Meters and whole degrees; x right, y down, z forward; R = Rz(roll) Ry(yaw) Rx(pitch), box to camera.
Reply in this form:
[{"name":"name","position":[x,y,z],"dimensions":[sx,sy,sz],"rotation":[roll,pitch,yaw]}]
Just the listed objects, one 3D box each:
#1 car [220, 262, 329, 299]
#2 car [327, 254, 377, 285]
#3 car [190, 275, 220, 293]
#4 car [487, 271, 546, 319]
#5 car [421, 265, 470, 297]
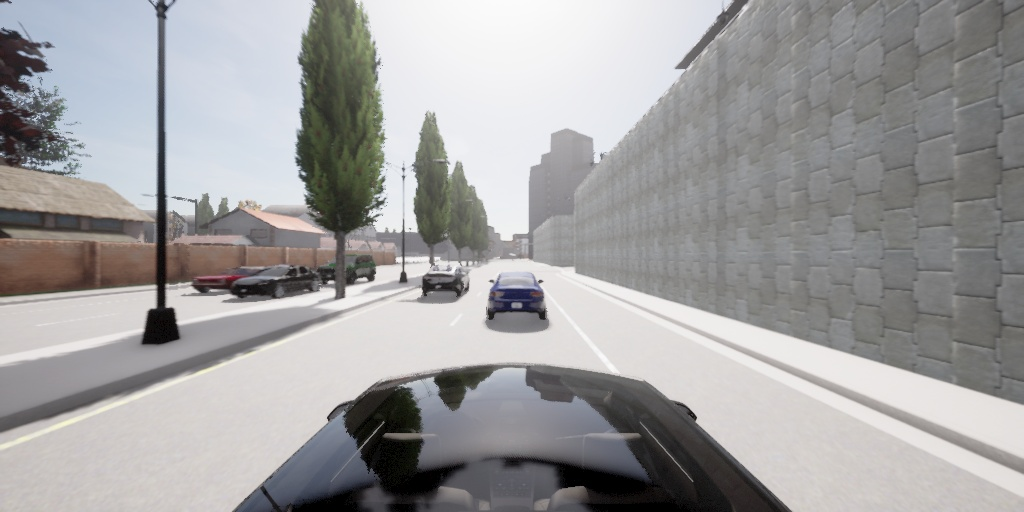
[{"name":"car","position":[-11.428,1.218,17.775],"dimensions":[1.837,1.490,4.892],"rotation":[0,0,2]},{"name":"car","position":[-11.458,0.889,25.284],"dimensions":[2.150,2.045,5.566],"rotation":[0,1,1]},{"name":"car","position":[-15.004,1.277,19.908],"dimensions":[1.895,1.301,4.718],"rotation":[0,0,0]},{"name":"car","position":[0.150,1.255,12.605],"dimensions":[1.812,1.442,4.674],"rotation":[0,0,0]},{"name":"car","position":[-3.320,1.200,18.602],"dimensions":[2.128,1.511,4.902],"rotation":[0,0,0]}]
